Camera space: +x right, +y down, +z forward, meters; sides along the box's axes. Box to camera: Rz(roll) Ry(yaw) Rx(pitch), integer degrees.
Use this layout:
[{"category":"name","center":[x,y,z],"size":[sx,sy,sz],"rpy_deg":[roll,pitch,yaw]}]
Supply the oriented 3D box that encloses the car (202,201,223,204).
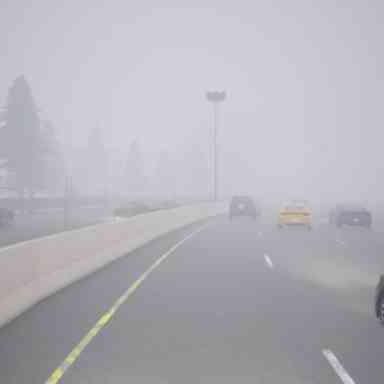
[{"category":"car","center":[3.540,1.512,58.354],"size":[1.895,1.301,4.718],"rpy_deg":[0,0,33]}]

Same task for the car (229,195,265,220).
[{"category":"car","center":[4.578,1.285,28.224],"size":[2.150,2.045,5.566],"rpy_deg":[0,0,17]}]

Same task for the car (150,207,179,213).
[{"category":"car","center":[-2.313,1.502,29.352],"size":[1.994,1.385,4.181],"rpy_deg":[0,0,18]}]

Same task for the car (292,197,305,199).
[{"category":"car","center":[17.431,1.532,54.019],"size":[1.837,1.490,4.892],"rpy_deg":[0,-2,34]}]

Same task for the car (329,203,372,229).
[{"category":"car","center":[10.213,1.481,21.776],"size":[1.882,1.535,5.008],"rpy_deg":[0,0,15]}]

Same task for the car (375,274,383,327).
[{"category":"car","center":[3.830,1.501,3.510],"size":[2.128,1.511,4.902],"rpy_deg":[0,0,3]}]

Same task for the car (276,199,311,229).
[{"category":"car","center":[6.587,1.466,21.675],"size":[1.882,1.535,5.008],"rpy_deg":[0,0,14]}]
